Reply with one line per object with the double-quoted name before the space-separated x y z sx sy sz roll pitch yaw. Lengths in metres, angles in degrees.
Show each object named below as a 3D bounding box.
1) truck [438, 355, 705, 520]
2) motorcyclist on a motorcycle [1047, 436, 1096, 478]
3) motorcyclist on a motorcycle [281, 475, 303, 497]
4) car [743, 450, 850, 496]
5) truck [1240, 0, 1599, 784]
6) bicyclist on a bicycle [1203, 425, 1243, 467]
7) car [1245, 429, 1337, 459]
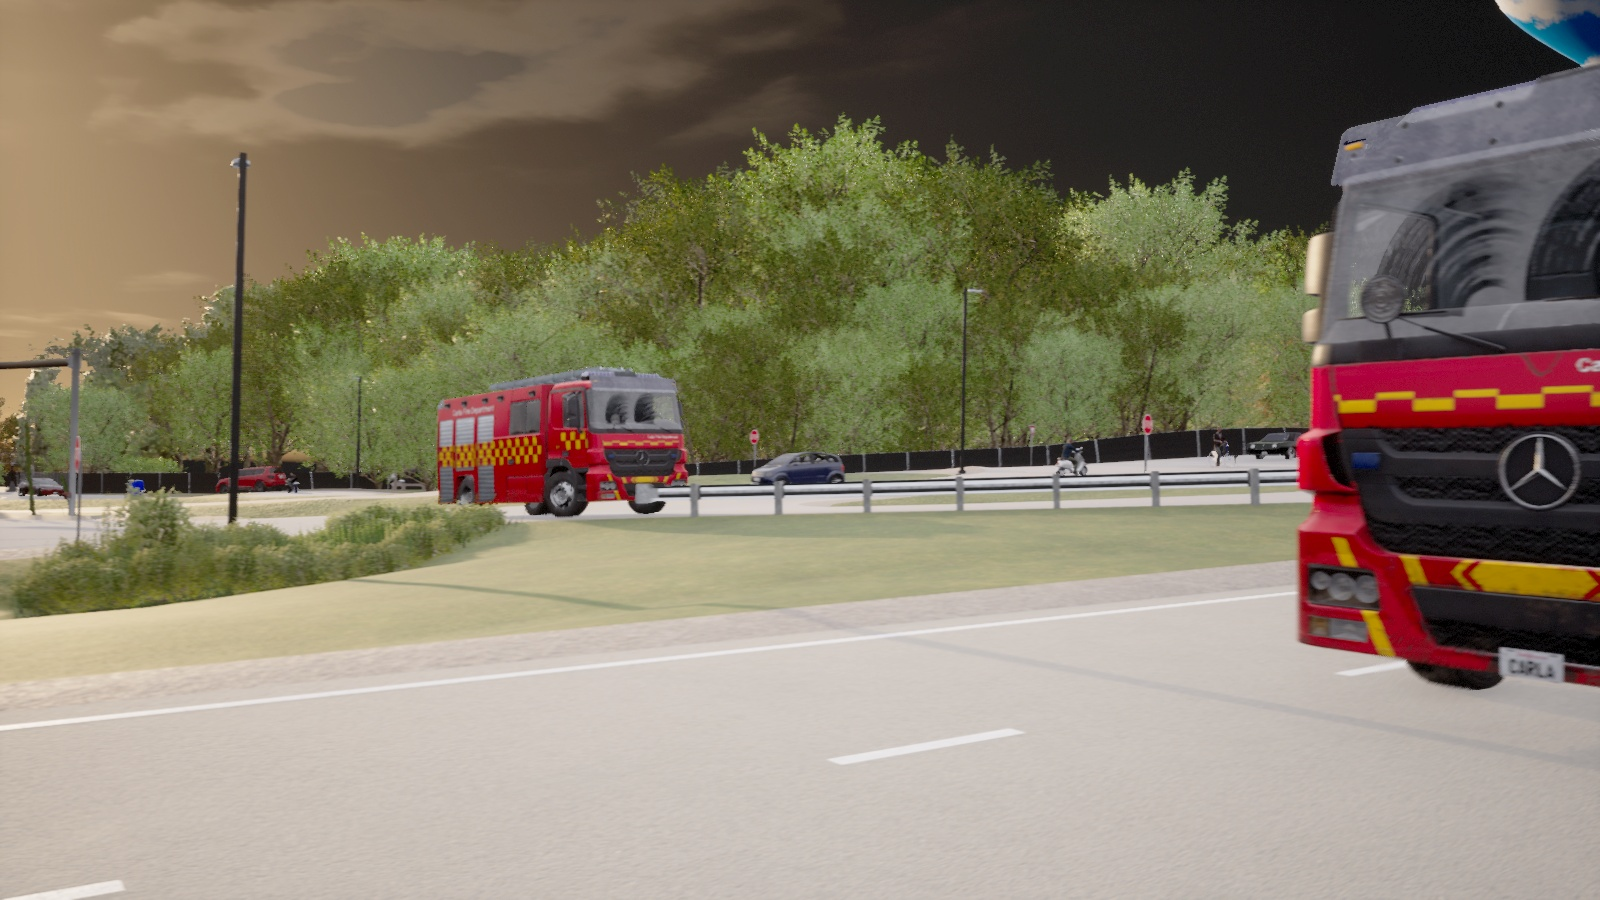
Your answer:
"truck" -6.312 -0.129 33.387 2.891 3.827 8.468 -1 -2 -42
"motorcyclist on a motorcycle" 11.209 0.268 51.814 1.817 1.590 0.866 -5 2 -33
"motorcyclist on a motorcycle" -36.862 2.588 91.079 0.866 1.530 2.191 -1 -1 -39
"car" -0.122 0.862 48.398 3.705 1.549 1.789 -3 1 -34
"truck" 6.824 -0.414 8.412 8.468 3.827 2.891 0 0 -35
"bicyclist on a bicycle" 18.153 -0.174 53.945 0.659 1.776 1.843 -1 1 -17
"car" 24.218 -0.323 61.871 4.718 1.301 1.895 -3 1 -35
